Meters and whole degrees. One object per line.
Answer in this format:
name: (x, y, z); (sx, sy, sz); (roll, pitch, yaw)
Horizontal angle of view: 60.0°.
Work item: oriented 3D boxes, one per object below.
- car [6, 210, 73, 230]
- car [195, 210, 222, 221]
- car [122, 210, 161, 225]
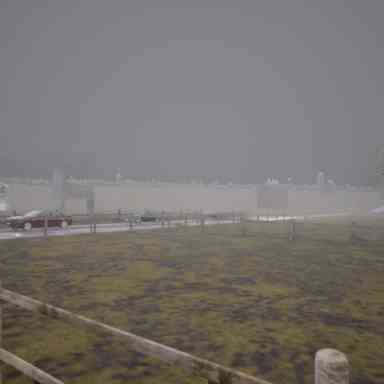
car: (-11.876, 2.147, 26.234); (1.882, 1.535, 5.008); (1, -2, 34)
car: (2.345, 3.227, 46.817); (1.882, 1.535, 5.008); (1, -1, 35)
car: (-5.323, 2.656, 35.752); (2.128, 1.511, 4.902); (1, -2, 35)
